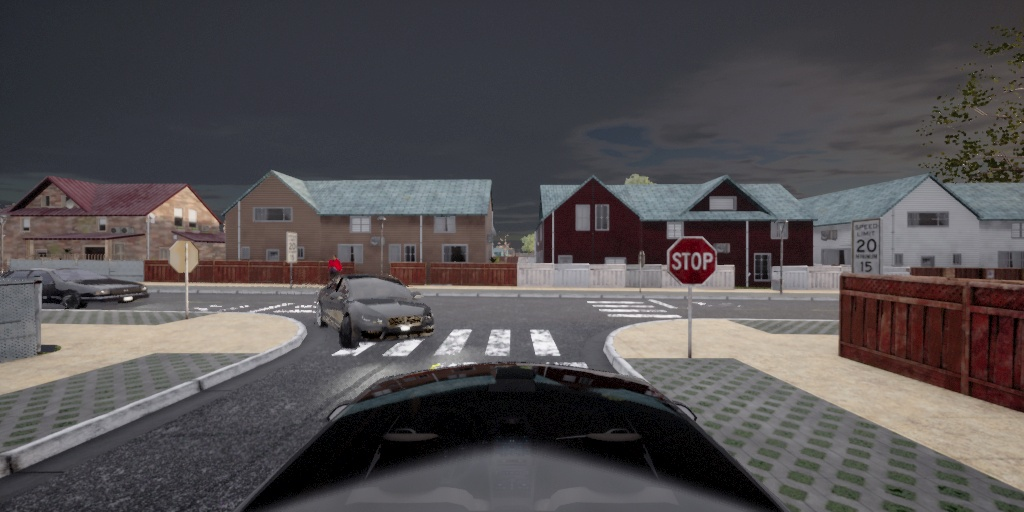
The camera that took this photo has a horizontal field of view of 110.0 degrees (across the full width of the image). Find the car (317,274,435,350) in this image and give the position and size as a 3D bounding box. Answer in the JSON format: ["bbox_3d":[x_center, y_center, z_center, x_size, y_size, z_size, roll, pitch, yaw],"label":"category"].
[{"bbox_3d":[-3.694,1.251,9.340,1.837,1.490,4.892,4,-2,-38],"label":"car"}]

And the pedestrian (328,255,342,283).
[{"bbox_3d":[-9.396,0.807,18.948,0.375,1.860,0.375,0,-1,1],"label":"pedestrian"}]

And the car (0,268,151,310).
[{"bbox_3d":[-16.765,1.146,13.235,5.357,1.411,2.033,1,0,1],"label":"car"}]
